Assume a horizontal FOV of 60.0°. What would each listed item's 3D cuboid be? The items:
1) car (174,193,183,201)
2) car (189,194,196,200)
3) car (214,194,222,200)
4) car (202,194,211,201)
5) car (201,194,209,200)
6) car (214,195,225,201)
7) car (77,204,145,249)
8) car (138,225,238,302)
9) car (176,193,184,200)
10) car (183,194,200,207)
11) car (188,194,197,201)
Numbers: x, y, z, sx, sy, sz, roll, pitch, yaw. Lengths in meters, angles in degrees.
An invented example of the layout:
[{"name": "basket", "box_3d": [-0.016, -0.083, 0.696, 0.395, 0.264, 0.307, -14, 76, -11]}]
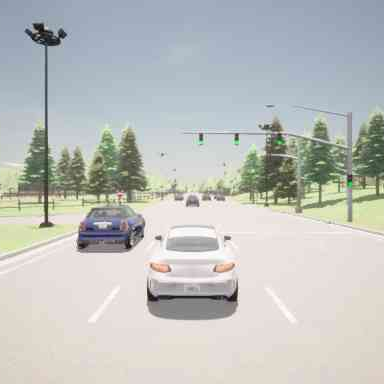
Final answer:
[{"name": "car", "box_3d": [-3.346, 1.543, 83.071, 1.994, 1.385, 4.181, 0, 0, 0]}, {"name": "car", "box_3d": [0.173, 1.332, 93.101, 1.837, 1.490, 4.892, 0, 0, 0]}, {"name": "car", "box_3d": [7.173, 1.384, 93.088, 1.994, 1.385, 4.181, 0, 0, 0]}, {"name": "car", "box_3d": [3.654, 1.347, 83.061, 2.097, 1.767, 4.553, 0, 0, 0]}, {"name": "car", "box_3d": [3.673, 1.372, 93.094, 2.033, 1.411, 5.357, 0, 0, 0]}, {"name": "car", "box_3d": [7.154, 1.516, 82.668, 2.128, 1.511, 4.902, 0, 0, 0]}, {"name": "car", "box_3d": [-3.373, 1.351, 14.719, 2.097, 1.767, 4.553, 0, 0, 0]}, {"name": "car", "box_3d": [0.022, 1.526, 8.165, 1.812, 1.442, 4.674, 0, 0, 0]}, {"name": "car", "box_3d": [-3.327, 1.187, 93.077, 2.097, 1.767, 4.553, 0, 0, 0]}, {"name": "car", "box_3d": [0.097, 1.352, 52.038, 2.097, 1.767, 4.553, 0, 0, 0]}, {"name": "car", "box_3d": [0.154, 1.347, 83.067, 2.097, 1.767, 4.553, 0, 0, 0]}]
